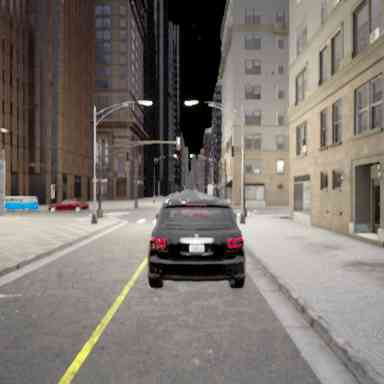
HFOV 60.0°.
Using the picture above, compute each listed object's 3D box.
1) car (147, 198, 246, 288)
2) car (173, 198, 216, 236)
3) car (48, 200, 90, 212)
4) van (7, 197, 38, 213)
[{"bbox_3d":[0.118,1.181,9.219,2.150,2.045,5.566,0,0,1],"label":"car"},{"bbox_3d":[0.131,1.270,18.669,2.097,1.767,4.553,0,0,0],"label":"car"},{"bbox_3d":[-13.907,1.550,37.568,4.507,1.381,1.887,-1,1,0],"label":"car"},{"bbox_3d":[-19.534,1.415,37.598,3.998,1.788,1.690,-1,1,0],"label":"van"}]
